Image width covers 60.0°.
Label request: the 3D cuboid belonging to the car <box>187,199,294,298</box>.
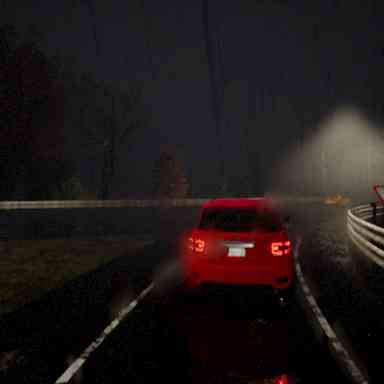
[{"bbox_3d":[1.369,1.179,8.712,2.150,2.045,5.566,0,0,12],"label":"car"}]

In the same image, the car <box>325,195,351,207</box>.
[{"bbox_3d":[20.151,1.218,45.926,5.008,1.535,1.882,0,1,-43],"label":"car"}]
